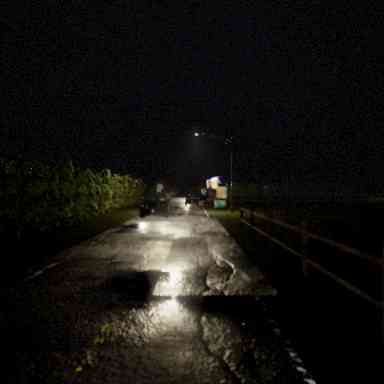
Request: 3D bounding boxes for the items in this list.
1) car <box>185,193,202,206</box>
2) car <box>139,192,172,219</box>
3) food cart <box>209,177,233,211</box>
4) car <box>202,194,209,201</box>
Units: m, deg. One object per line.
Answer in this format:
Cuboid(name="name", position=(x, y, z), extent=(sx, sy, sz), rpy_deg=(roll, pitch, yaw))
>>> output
Cuboid(name="car", position=(0.008, 1.109, 47.020), extent=(2.128, 1.511, 4.902), rpy_deg=(0, 1, 0))
Cuboid(name="car", position=(-2.855, 1.004, 27.101), extent=(2.150, 2.045, 5.566), rpy_deg=(0, 1, 0))
Cuboid(name="food cart", position=(3.142, 0.166, 37.170), extent=(2.280, 3.560, 4.660), rpy_deg=(1, 1, 0))
Cuboid(name="car", position=(1.280, 0.983, 61.179), extent=(1.882, 1.535, 5.008), rpy_deg=(0, 0, 37))
